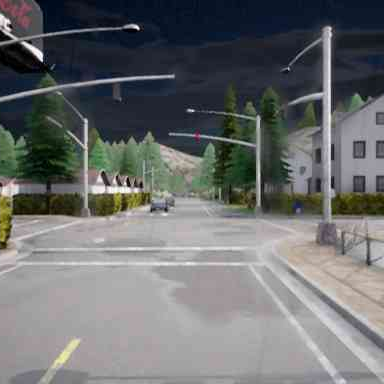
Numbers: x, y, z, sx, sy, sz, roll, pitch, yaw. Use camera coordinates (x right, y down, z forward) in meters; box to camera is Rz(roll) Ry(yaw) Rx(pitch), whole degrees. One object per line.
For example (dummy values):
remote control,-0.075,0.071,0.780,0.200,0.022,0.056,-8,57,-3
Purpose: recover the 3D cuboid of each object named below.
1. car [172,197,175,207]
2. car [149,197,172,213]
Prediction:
car,-3.545,1.471,49.568,1.837,1.490,4.892,0,1,0
car,-3.568,1.503,37.300,1.812,1.442,4.674,0,0,0
